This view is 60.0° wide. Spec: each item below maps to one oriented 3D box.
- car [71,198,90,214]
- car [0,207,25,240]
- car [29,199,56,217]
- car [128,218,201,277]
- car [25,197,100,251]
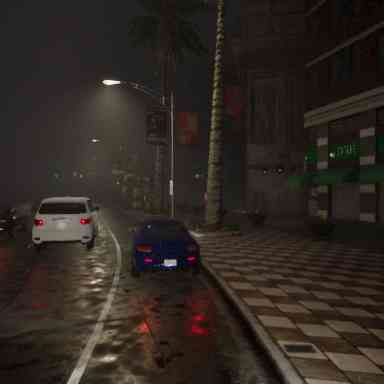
[{"bbox_3d":[-12.106,1.466,36.281,1.882,1.535,5.008,0,0,-18],"label":"car"},{"bbox_3d":[-9.495,1.484,16.621,2.128,1.511,4.902,0,0,-16],"label":"car"},{"bbox_3d":[-14.436,1.465,32.417,1.882,1.535,5.008,0,0,-18],"label":"car"},{"bbox_3d":[-0.947,1.524,10.194,1.812,1.442,4.674,0,0,-11],"label":"car"},{"bbox_3d":[-5.245,1.219,14.308,2.150,2.045,5.566,0,0,-14],"label":"car"}]
